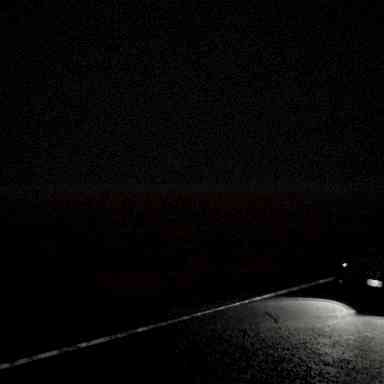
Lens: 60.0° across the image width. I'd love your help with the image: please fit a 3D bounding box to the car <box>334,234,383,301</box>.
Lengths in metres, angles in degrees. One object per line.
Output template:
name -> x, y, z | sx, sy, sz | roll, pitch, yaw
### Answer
car -> 5.108, 1.555, 7.508 | 4.181, 1.385, 1.994 | 0, 0, -35
